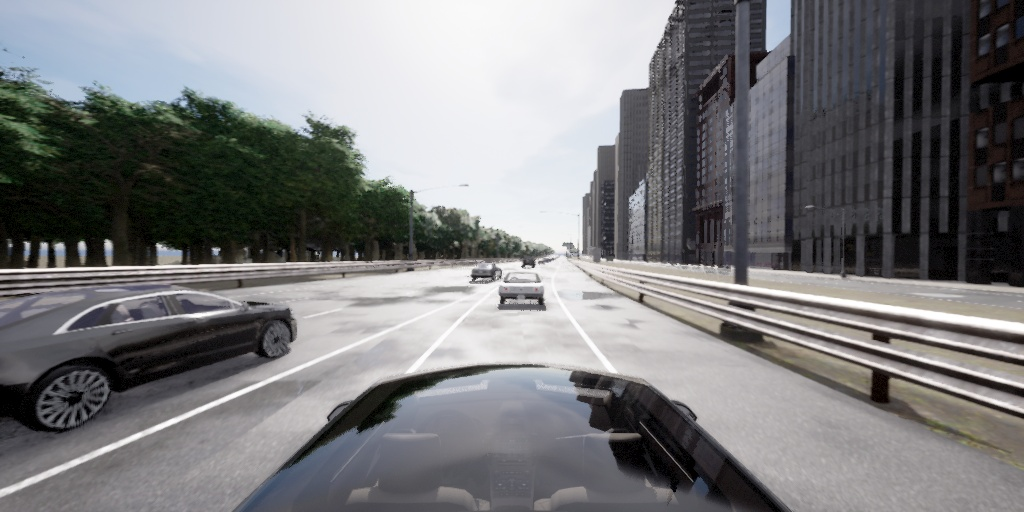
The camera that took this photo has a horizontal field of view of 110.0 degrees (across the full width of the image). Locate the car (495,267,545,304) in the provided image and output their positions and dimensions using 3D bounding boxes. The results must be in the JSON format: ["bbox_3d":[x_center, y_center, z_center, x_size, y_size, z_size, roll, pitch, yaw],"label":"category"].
[{"bbox_3d":[0.507,1.365,16.541,1.895,1.301,4.718,0,0,4],"label":"car"}]

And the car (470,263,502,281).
[{"bbox_3d":[-2.048,1.311,30.059,2.033,1.411,5.357,0,0,8],"label":"car"}]

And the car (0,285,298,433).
[{"bbox_3d":[-5.606,1.198,5.546,2.128,1.511,4.902,1,0,8],"label":"car"}]
